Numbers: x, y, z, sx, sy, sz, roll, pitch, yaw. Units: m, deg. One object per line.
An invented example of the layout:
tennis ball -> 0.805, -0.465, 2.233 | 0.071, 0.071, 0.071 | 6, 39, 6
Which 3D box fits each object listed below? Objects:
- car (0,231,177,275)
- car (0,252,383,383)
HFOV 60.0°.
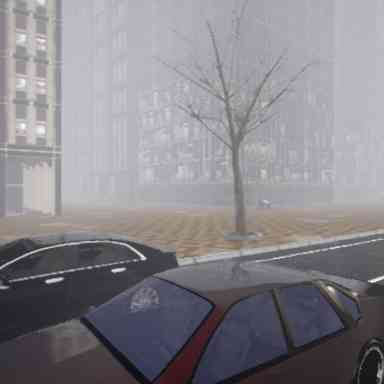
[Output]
car -> -2.431, 1.470, 5.517 | 4.892, 1.490, 1.837 | 0, 0, -35
car -> 0.285, 1.534, 3.438 | 5.357, 1.411, 2.033 | 0, 0, -35
